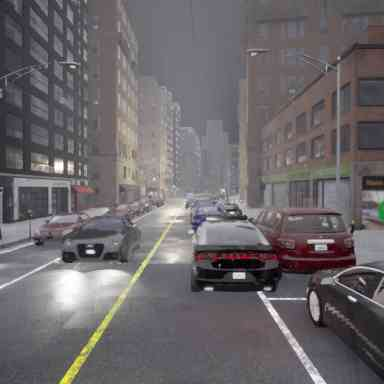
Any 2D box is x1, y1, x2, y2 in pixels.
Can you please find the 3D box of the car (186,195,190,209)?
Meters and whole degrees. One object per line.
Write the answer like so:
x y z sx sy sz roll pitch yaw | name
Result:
0.136 1.540 44.864 1.994 1.385 4.181 0 0 0 | car

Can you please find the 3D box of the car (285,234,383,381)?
2.861 1.550 4.262 2.008 1.369 4.403 -1 0 0 | car

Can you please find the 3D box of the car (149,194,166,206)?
-5.546 1.281 53.834 2.192 1.841 5.009 -1 0 0 | car

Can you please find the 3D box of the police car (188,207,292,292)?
0.922 1.423 9.056 1.930 1.638 5.238 0 0 0 | police car

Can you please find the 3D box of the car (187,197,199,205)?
0.140 1.562 57.022 1.895 1.301 4.718 0 0 0 | car

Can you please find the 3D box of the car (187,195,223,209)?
0.900 1.344 24.917 2.097 1.767 4.553 0 0 0 | car

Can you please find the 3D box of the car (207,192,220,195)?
5.974 1.452 92.640 1.947 1.339 4.313 0 0 9 | car

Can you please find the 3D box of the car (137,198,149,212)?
-5.597 1.570 31.803 1.802 1.307 4.206 -1 0 0 | car

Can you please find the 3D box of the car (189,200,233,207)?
0.946 1.473 18.947 1.882 1.535 5.008 0 0 0 | car

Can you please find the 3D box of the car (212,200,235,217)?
2.928 1.513 31.963 1.752 1.417 4.829 -1 0 0 | car

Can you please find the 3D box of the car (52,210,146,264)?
-2.972 1.561 11.735 1.994 1.385 4.181 0 0 0 | car

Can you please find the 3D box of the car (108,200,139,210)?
-5.611 1.574 26.295 1.802 1.307 4.206 -1 0 0 | car

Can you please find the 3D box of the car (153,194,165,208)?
-5.560 1.288 48.326 2.192 1.841 5.009 -1 0 0 | car

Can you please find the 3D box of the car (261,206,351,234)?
2.872 1.313 9.768 2.192 1.841 5.009 -1 0 0 | car

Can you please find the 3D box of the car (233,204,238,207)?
2.914 1.557 26.287 1.947 1.339 4.313 -1 0 0 | car

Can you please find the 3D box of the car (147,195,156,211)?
-5.585 1.424 37.310 1.967 1.590 4.097 -1 0 0 | car

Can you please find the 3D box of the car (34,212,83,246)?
-5.637 1.579 15.280 1.802 1.307 4.206 -1 0 0 | car
